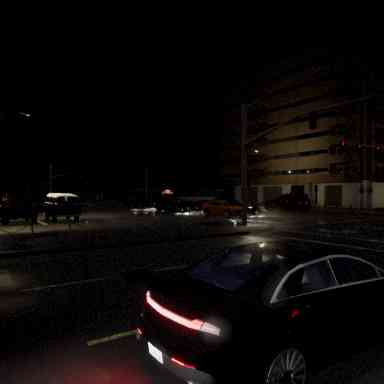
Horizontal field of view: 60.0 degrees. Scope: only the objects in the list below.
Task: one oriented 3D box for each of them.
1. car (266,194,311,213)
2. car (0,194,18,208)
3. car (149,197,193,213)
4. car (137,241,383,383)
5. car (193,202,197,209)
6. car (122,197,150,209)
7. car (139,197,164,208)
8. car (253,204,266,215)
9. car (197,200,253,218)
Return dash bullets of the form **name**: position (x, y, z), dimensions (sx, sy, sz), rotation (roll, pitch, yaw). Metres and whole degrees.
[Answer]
- **car**: position (10.878, 1.277, 37.969), dimensions (2.150, 2.045, 5.566), rotation (0, 0, -31)
- **car**: position (-31.378, 1.209, 56.581), dimensions (1.932, 1.855, 4.605), rotation (0, 0, -34)
- **car**: position (-2.565, 1.603, 39.085), dimensions (2.033, 1.411, 5.357), rotation (0, 0, -34)
- **car**: position (1.620, 1.492, 4.895), dimensions (4.902, 1.511, 2.128), rotation (0, 0, -34)
- **car**: position (-0.636, 1.656, 42.472), dimensions (1.895, 1.301, 4.718), rotation (0, 0, -34)
- **car**: position (-8.413, 1.533, 47.679), dimensions (1.882, 1.535, 5.008), rotation (0, 0, -34)
- **car**: position (-6.199, 1.560, 50.652), dimensions (1.837, 1.490, 4.892), rotation (0, 0, -34)
- **car**: position (4.763, 1.603, 34.550), dimensions (2.033, 1.411, 5.357), rotation (0, 0, -34)
- **car**: position (2.966, 1.533, 30.973), dimensions (1.882, 1.535, 5.008), rotation (0, 0, -34)
